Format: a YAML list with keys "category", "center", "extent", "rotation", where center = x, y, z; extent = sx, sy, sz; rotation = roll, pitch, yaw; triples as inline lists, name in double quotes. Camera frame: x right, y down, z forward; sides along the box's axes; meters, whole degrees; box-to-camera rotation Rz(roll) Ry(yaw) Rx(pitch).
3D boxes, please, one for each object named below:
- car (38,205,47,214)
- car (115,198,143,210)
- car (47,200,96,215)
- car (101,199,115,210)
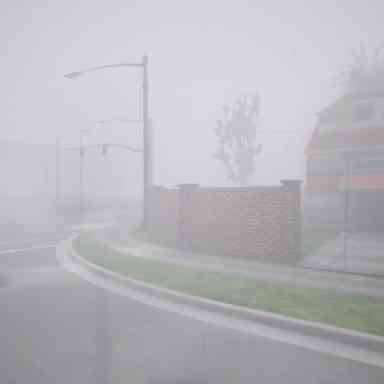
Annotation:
- category: "car"
  center: [-15.886, 1.770, 39.525]
  extent: [1.812, 1.442, 4.674]
  rotation: [-1, 0, 37]
- category: "car"
  center: [-7.578, 1.620, 44.724]
  extent: [1.812, 1.442, 4.674]
  rotation: [-1, 0, 37]
- category: "car"
  center: [-13.156, 1.710, 37.338]
  extent: [1.837, 1.490, 4.892]
  rotation: [-1, 0, 36]
- category: "car"
  center: [-10.488, 1.639, 46.673]
  extent: [1.837, 1.490, 4.892]
  rotation: [-1, 0, 37]
